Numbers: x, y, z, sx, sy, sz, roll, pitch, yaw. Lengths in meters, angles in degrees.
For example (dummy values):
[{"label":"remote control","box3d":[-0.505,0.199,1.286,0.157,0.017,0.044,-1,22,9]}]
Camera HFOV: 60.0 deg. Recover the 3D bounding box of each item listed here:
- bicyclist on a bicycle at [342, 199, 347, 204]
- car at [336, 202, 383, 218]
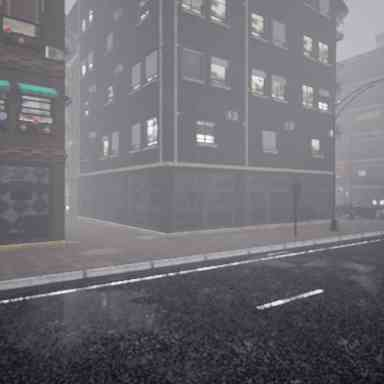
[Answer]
[{"label":"bicyclist on a bicycle","box3d":[20.317,1.722,44.426,1.656,1.620,0.582,0,0,-36]},{"label":"car","box3d":[17.051,1.831,34.108,2.128,1.511,4.902,0,-1,-36]}]
